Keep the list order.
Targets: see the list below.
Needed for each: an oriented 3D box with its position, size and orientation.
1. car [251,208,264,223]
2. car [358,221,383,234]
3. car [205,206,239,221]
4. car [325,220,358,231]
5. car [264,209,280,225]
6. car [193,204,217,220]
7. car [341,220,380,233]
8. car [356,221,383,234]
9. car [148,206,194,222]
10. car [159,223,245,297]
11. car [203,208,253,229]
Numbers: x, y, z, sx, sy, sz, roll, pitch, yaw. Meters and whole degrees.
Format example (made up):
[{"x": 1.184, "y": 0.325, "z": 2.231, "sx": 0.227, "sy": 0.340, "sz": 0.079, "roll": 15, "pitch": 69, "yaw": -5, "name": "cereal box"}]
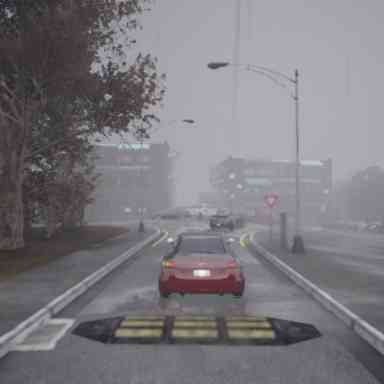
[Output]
[{"x": 7.003, "y": 3.151, "z": 45.550, "sx": 2.185, "sy": 1.767, "sz": 4.553, "roll": 6, "pitch": -4, "yaw": -31, "name": "car"}, {"x": 24.939, "y": 4.657, "z": 43.712, "sx": 4.553, "sy": 1.767, "sz": 2.097, "roll": 6, "pitch": -3, "yaw": -11, "name": "car"}, {"x": 4.039, "y": 2.899, "z": 45.003, "sx": 2.185, "sy": 1.767, "sz": 4.553, "roll": 4, "pitch": -4, "yaw": -32, "name": "car"}, {"x": 21.759, "y": 4.773, "z": 48.425, "sx": 2.002, "sy": 1.452, "sz": 4.674, "roll": 7, "pitch": -4, "yaw": -30, "name": "car"}, {"x": 9.991, "y": 3.321, "z": 46.157, "sx": 2.435, "sy": 2.045, "sz": 5.566, "roll": 7, "pitch": -4, "yaw": -31, "name": "car"}, {"x": 1.170, "y": 2.604, "z": 44.367, "sx": 2.435, "sy": 2.045, "sz": 5.566, "roll": 2, "pitch": -3, "yaw": -31, "name": "car"}, {"x": 24.721, "y": 5.064, "z": 48.986, "sx": 2.002, "sy": 1.452, "sz": 4.674, "roll": 7, "pitch": -4, "yaw": -30, "name": "car"}, {"x": 27.591, "y": 5.313, "z": 49.688, "sx": 1.946, "sy": 1.575, "sz": 5.366, "roll": 7, "pitch": -4, "yaw": -30, "name": "car"}, {"x": -2.582, "y": 2.650, "z": 38.636, "sx": 4.902, "sy": 1.511, "sz": 2.128, "roll": -1, "pitch": -2, "yaw": -7, "name": "car"}, {"x": 0.243, "y": 1.756, "z": 9.084, "sx": 1.994, "sy": 1.385, "sz": 4.181, "roll": 0, "pitch": -2, "yaw": 1, "name": "car"}, {"x": 3.001, "y": 2.297, "z": 26.826, "sx": 2.128, "sy": 1.511, "sz": 4.902, "roll": 0, "pitch": -2, "yaw": 25, "name": "car"}]
